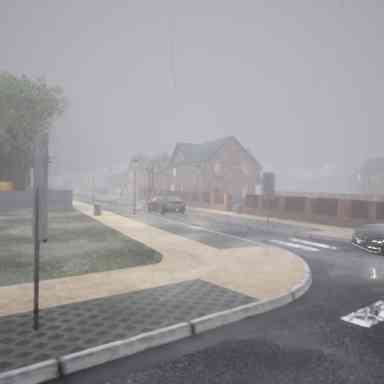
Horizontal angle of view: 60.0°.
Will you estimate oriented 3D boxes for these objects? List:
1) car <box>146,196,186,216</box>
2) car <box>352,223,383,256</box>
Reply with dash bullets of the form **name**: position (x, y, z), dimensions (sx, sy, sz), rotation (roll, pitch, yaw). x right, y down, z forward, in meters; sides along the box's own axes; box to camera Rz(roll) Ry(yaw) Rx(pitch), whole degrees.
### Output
- **car**: position (-2.147, 1.019, 26.056), dimensions (2.128, 1.511, 4.902), rotation (1, 1, -26)
- **car**: position (8.257, 1.510, 11.703), dimensions (4.892, 1.490, 1.837), rotation (1, 6, -2)
